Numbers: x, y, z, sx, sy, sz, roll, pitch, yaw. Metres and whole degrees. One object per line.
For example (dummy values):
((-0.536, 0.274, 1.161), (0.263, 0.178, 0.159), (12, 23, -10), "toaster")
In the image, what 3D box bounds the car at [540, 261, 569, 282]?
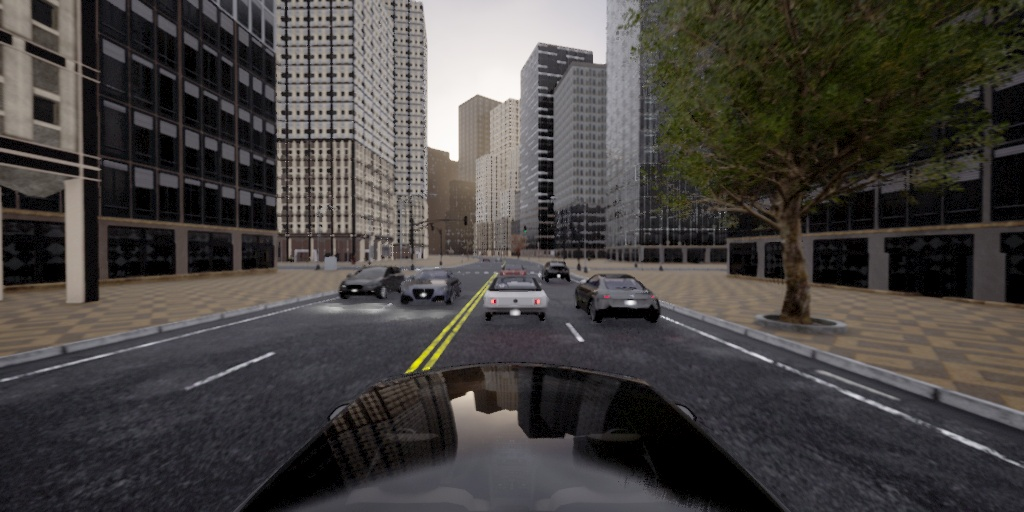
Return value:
((3.345, 1.164, 28.008), (1.837, 1.490, 4.892), (0, 0, 0), "car")

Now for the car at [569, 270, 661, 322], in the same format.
((3.347, 1.282, 12.122), (1.994, 1.385, 4.181), (0, 0, 0), "car")

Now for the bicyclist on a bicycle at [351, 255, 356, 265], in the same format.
((-24.720, 0.680, 55.924), (0.582, 1.620, 1.656), (0, 1, 1), "bicyclist on a bicycle")

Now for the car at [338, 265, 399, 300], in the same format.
((-6.600, 1.206, 17.456), (1.837, 1.490, 4.892), (0, 0, 0), "car")

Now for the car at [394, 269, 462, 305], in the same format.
((-3.352, 1.270, 15.535), (1.994, 1.385, 4.181), (0, 0, 0), "car")

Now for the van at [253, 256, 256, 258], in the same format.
((-33.947, 0.812, 44.834), (3.998, 1.789, 1.690), (0, 0, 1), "van")

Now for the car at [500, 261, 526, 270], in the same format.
((0.094, 1.264, 27.081), (1.895, 1.301, 4.718), (0, 0, 0), "car")

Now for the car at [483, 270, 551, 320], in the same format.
((0.098, 1.317, 12.410), (1.895, 1.301, 4.718), (0, 0, 0), "car")
